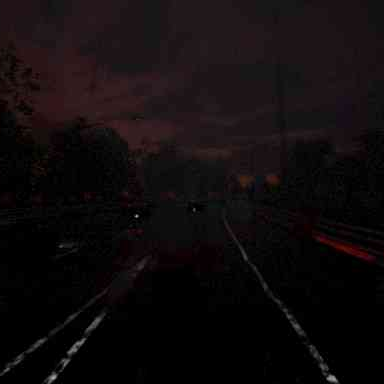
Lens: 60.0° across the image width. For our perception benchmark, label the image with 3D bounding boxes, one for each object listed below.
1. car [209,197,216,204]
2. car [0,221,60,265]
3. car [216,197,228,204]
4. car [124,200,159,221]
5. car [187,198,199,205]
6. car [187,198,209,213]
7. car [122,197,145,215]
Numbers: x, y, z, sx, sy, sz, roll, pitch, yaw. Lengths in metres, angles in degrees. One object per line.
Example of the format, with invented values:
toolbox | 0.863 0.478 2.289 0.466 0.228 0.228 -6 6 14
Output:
car | 3.886 2.158 79.711 1.994 1.385 4.181 -1 -1 12
car | -6.791 1.777 12.598 1.994 1.385 4.181 -1 0 7
car | 7.516 2.041 79.994 1.837 1.490 4.892 -1 -1 12
car | -4.438 1.835 31.150 1.837 1.490 4.892 -1 -1 8
car | 0.262 2.170 79.451 1.837 1.490 4.892 -1 -1 12
car | 0.621 1.833 41.518 1.837 1.490 4.892 -1 -1 9
car | -6.685 1.670 40.156 2.150 2.045 5.566 -1 -1 9
